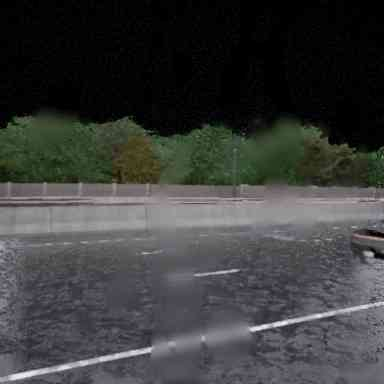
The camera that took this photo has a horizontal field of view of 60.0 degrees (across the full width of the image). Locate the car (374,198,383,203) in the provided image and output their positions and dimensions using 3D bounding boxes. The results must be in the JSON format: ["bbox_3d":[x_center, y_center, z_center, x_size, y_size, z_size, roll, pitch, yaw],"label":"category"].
[{"bbox_3d":[30.070,1.650,51.145,4.674,1.442,1.812,0,0,-24],"label":"car"}]

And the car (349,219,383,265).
[{"bbox_3d":[6.994,1.478,10.013,4.902,1.511,2.128,0,0,-24],"label":"car"}]
